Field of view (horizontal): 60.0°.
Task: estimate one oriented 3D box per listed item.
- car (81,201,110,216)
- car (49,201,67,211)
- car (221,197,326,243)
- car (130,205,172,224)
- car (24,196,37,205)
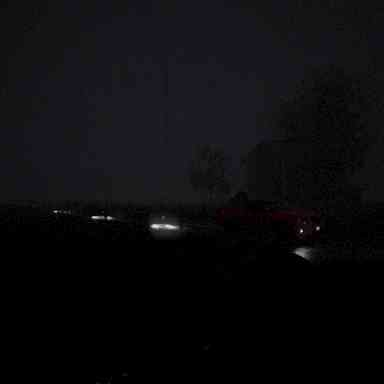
[{"bbox_3d":[-10.710,1.810,36.712,1.837,1.490,4.892,1,-1,-36],"label":"car"},{"bbox_3d":[-19.792,2.014,49.265,1.812,1.442,4.674,1,-1,-36],"label":"car"},{"bbox_3d":[3.914,1.302,17.076,2.150,2.045,5.566,1,-1,-39],"label":"car"},{"bbox_3d":[-3.338,1.755,26.621,1.994,1.385,4.181,1,-1,-36],"label":"car"},{"bbox_3d":[-37.448,2.239,78.032,1.837,1.490,4.892,1,-1,-36],"label":"car"}]
